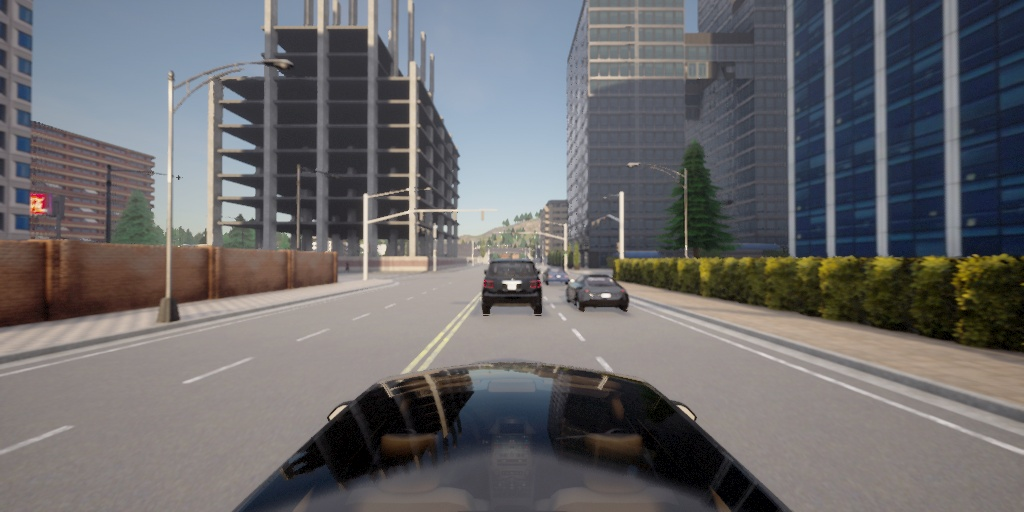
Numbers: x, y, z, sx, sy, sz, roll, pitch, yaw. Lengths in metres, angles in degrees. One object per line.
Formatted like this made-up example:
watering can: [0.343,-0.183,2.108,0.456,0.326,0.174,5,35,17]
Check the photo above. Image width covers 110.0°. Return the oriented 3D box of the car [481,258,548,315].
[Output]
car: [0.008,1.115,14.408,2.150,2.045,5.566,0,0,0]

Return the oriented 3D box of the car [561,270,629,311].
car: [3.518,1.466,15.383,1.994,1.385,4.181,0,-1,0]

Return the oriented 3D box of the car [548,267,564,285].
car: [3.509,1.603,29.345,2.033,1.411,5.357,0,-1,0]

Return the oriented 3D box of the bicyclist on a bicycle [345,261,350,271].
bicyclist on a bicycle: [-26.443,1.670,57.567,0.582,1.620,1.656,0,0,1]
